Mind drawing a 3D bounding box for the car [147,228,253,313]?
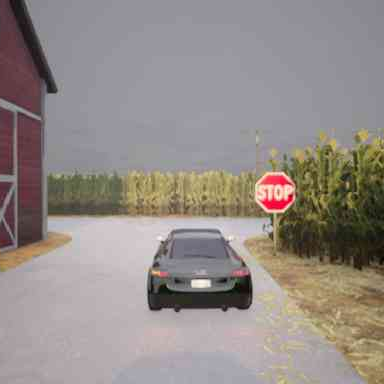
[{"bbox_3d":[0.092,1.526,7.714,1.994,1.385,4.181,0,0,-2],"label":"car"}]
